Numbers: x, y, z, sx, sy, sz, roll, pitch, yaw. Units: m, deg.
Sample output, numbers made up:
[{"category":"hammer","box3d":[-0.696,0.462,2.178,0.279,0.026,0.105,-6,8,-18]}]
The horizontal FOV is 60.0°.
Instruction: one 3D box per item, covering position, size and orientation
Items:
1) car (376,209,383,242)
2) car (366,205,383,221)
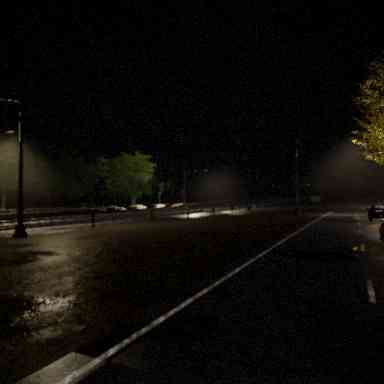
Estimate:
[{"category":"car","box3d":[9.912,1.716,15.400,1.994,1.385,4.181,0,-1,26]},{"category":"car","box3d":[17.490,1.923,31.074,2.128,1.511,4.902,0,-1,26]}]
